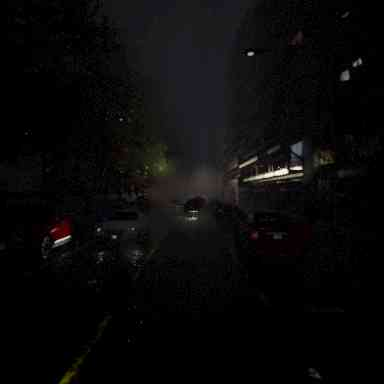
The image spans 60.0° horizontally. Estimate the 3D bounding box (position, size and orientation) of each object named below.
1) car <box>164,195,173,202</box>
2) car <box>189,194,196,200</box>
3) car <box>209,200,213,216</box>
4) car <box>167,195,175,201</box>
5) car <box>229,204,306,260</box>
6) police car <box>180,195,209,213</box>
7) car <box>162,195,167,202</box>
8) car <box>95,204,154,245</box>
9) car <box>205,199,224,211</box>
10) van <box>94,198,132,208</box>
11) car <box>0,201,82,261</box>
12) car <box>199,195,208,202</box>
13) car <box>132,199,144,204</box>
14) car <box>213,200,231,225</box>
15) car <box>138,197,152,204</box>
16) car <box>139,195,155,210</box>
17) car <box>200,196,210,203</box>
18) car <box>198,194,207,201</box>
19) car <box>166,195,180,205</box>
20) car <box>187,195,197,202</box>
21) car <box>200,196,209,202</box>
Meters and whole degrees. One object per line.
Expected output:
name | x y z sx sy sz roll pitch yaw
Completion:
car | -5.677 1.480 79.948 1.967 1.590 4.097 0 0 0
car | 0.018 1.395 92.917 1.882 1.535 5.008 0 0 0
car | 2.695 1.579 29.275 1.802 1.307 4.206 0 0 0
car | -5.674 1.607 91.209 2.008 1.369 4.403 0 0 0
car | 2.692 1.435 12.384 1.967 1.590 4.097 0 0 0
police car | 0.451 1.426 37.595 1.930 1.638 5.238 0 0 12
car | -5.678 1.472 74.320 1.967 1.590 4.097 0 0 0
car | -3.096 1.521 15.599 1.812 1.442 4.674 0 0 0
car | 2.697 1.567 40.538 1.947 1.339 4.313 0 0 0
van | -5.686 1.337 23.645 1.690 1.788 3.998 0 0 0
car | -5.687 1.310 12.385 2.192 1.841 5.009 0 0 0
car | 2.704 1.480 79.948 1.967 1.590 4.097 0 0 0
car | -5.685 1.579 29.276 1.802 1.307 4.206 0 0 0
car | 2.695 1.521 23.815 1.752 1.417 4.829 0 0 0
car | -5.684 1.544 34.907 1.887 1.381 4.507 0 0 0
car | -5.683 1.317 40.539 2.192 1.841 5.009 0 0 0
car | 2.702 1.569 68.688 1.887 1.381 4.507 0 0 0
car | 2.704 1.363 85.578 2.192 1.841 5.009 0 0 0
car | -3.037 1.615 58.548 1.895 1.301 4.718 0 0 1
car | 0.013 1.383 71.811 2.033 1.411 5.357 0 0 0
car | 2.703 1.577 74.318 1.887 1.381 4.507 0 0 0
